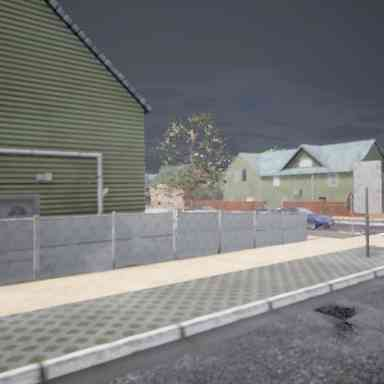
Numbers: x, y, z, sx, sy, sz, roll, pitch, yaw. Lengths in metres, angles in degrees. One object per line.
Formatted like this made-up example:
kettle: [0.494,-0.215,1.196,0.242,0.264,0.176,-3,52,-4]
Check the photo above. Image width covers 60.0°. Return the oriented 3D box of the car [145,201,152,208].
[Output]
car: [-6.210,2.250,41.655,1.882,1.535,5.008,-1,-1,-35]

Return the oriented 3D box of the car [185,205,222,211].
car: [1.212,1.947,31.221,1.882,1.535,5.008,-1,-1,-35]

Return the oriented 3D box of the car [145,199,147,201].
car: [-8.324,2.122,49.576,2.150,2.045,5.566,-1,0,-35]

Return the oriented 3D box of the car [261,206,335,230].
car: [7.326,1.746,22.685,1.812,1.442,4.674,-1,-1,-36]

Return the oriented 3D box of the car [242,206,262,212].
car: [6.033,1.913,29.641,1.895,1.301,4.718,-1,-1,-36]
